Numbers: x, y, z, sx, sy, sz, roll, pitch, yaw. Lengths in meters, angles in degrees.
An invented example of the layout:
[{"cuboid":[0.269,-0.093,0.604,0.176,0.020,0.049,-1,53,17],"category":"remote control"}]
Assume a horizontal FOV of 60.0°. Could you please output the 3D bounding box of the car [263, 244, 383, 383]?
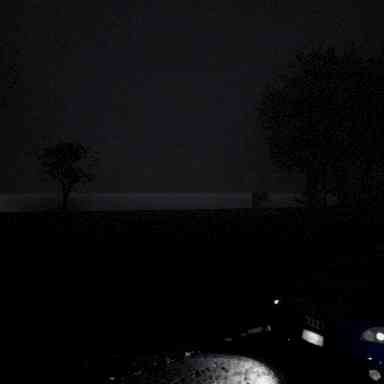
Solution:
[{"cuboid":[3.066,1.562,5.147,4.181,1.385,1.994,0,0,-36],"category":"car"}]
